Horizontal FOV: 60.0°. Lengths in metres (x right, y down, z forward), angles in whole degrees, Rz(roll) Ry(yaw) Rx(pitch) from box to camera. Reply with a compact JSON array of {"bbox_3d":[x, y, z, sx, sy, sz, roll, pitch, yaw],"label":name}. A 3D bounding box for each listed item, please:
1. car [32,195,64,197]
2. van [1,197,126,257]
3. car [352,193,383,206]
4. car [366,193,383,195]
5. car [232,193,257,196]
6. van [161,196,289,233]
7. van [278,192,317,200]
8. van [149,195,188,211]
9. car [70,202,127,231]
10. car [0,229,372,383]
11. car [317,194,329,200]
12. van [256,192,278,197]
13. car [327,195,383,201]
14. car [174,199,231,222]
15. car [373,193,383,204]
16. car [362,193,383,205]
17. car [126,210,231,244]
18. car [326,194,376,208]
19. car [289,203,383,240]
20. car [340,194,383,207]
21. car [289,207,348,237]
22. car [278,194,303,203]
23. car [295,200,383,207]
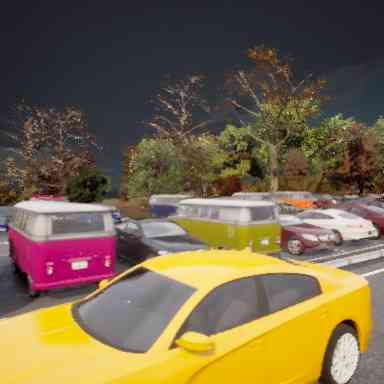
[{"bbox_3d":[-8.591,1.224,20.301,2.435,2.045,5.566,0,0,-35],"label":"car"},{"bbox_3d":[-3.561,1.244,8.627,1.878,1.987,4.442,0,0,-35],"label":"van"},{"bbox_3d":[23.754,0.962,43.272,2.097,1.535,5.008,-1,1,-35],"label":"car"},{"bbox_3d":[14.938,1.006,21.646,2.435,2.045,5.566,-1,1,-35],"label":"car"},{"bbox_3d":[2.943,1.218,28.475,2.185,1.767,4.553,-1,1,-35],"label":"car"},{"bbox_3d":[0.949,1.255,11.827,1.878,1.987,4.442,0,0,-35],"label":"van"},{"bbox_3d":[9.869,0.989,33.567,1.878,1.987,4.442,-1,1,-35],"label":"van"},{"bbox_3d":[-1.513,1.201,25.208,1.878,1.987,4.442,-1,1,-35],"label":"van"},{"bbox_3d":[-6.292,1.480,21.959,2.097,1.535,5.008,0,0,-35],"label":"car"},{"bbox_3d":[0.027,1.471,3.701,5.008,1.535,1.882,0,0,-35],"label":"car"},{"bbox_3d":[12.135,1.175,35.039,2.097,1.535,5.008,-1,1,-35],"label":"car"},{"bbox_3d":[5.259,1.074,30.300,1.878,1.987,4.442,-1,1,-35],"label":"van"},{"bbox_3d":[10.330,1.216,18.379,2.185,1.767,4.553,-1,1,-35],"label":"car"},{"bbox_3d":[0.708,1.414,26.967,2.163,1.488,4.792,-1,1,-35],"label":"car"},{"bbox_3d":[28.359,0.878,46.541,2.231,1.521,4.892,-1,1,-35],"label":"car"},{"bbox_3d":[26.057,0.920,44.906,2.097,1.535,5.008,-1,1,-35],"label":"car"},{"bbox_3d":[-1.192,1.517,10.169,2.002,1.452,4.674,0,0,-35],"label":"car"},{"bbox_3d":[19.042,1.048,39.940,2.097,1.535,5.008,-1,1,-35],"label":"car"},{"bbox_3d":[5.743,1.467,15.083,2.002,1.452,4.674,-1,1,-35],"label":"car"},{"bbox_3d":[21.432,1.034,41.666,2.163,1.488,4.792,-1,1,-35],"label":"car"},{"bbox_3d":[3.428,1.504,13.447,2.002,1.452,4.674,-1,1,-35],"label":"car"},{"bbox_3d":[7.630,1.259,31.845,2.231,1.521,4.892,-1,1,-35],"label":"car"},{"bbox_3d":[8.048,1.384,16.715,2.097,1.535,5.008,-1,1,-35],"label":"car"}]
